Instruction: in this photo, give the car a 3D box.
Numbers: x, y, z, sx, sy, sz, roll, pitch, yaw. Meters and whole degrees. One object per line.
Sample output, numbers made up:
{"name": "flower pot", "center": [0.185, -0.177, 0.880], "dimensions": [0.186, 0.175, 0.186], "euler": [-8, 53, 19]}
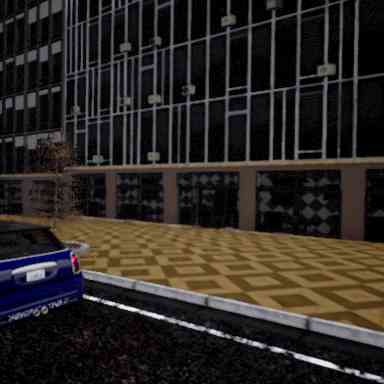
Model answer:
{"name": "car", "center": [-4.226, 1.322, 6.418], "dimensions": [4.553, 1.767, 2.097], "euler": [0, 0, 34]}
